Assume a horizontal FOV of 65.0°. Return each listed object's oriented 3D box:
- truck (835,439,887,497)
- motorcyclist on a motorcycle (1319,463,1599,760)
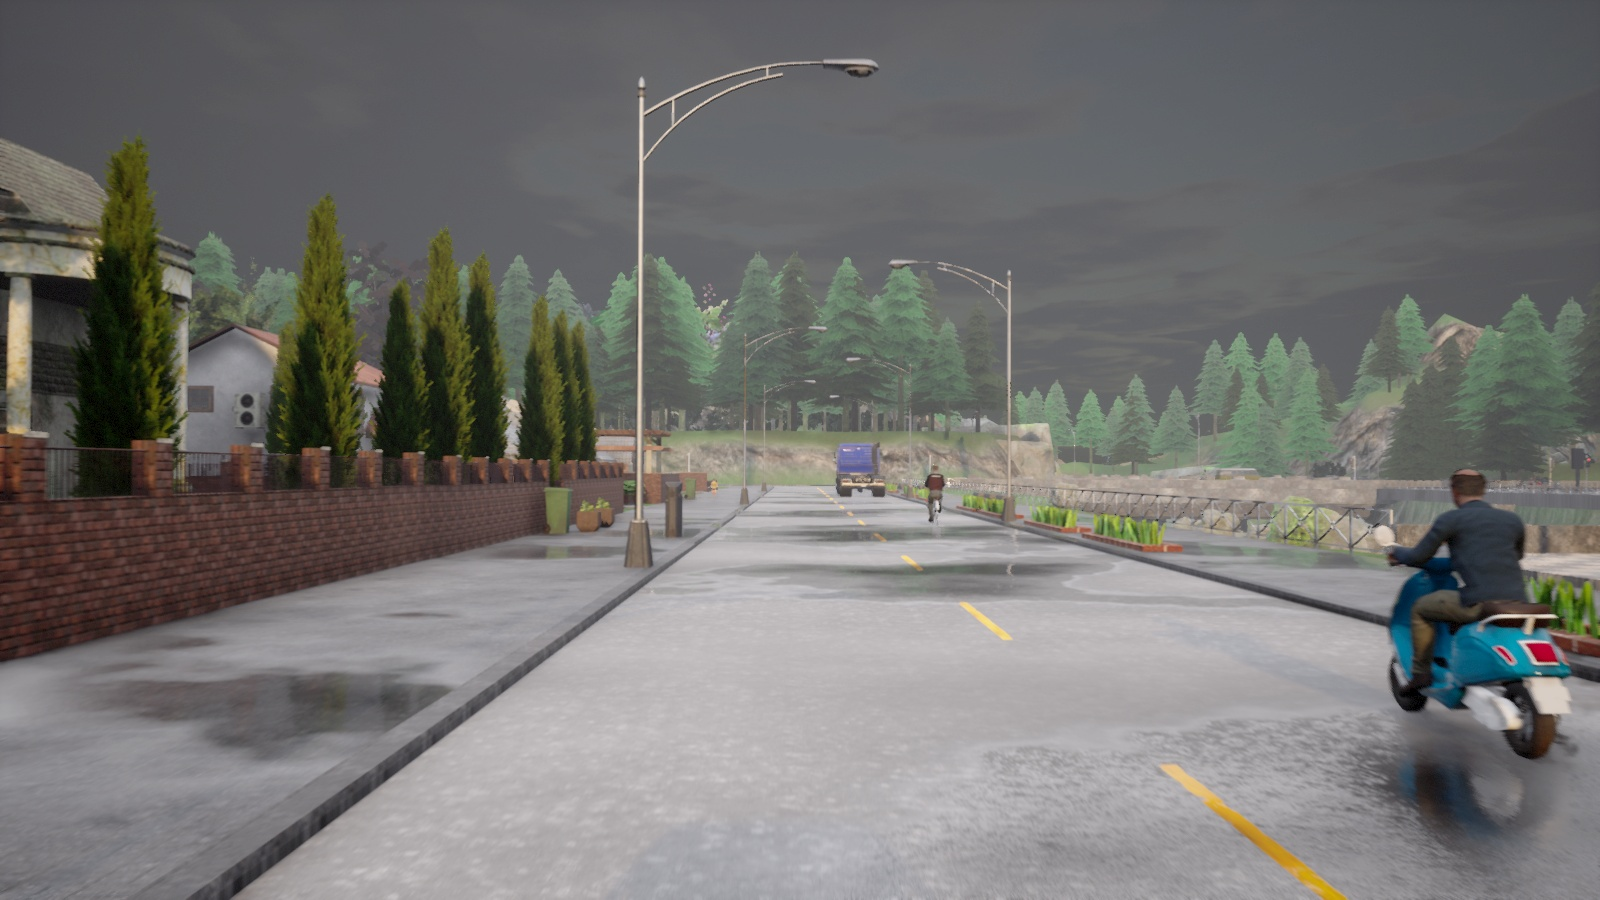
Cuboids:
[{"bbox_3d":[3.809,1.153,79.774,2.891,3.462,7.936,0,-1,0],"label":"truck"},{"bbox_3d":[3.982,0.880,7.650,0.866,1.590,1.817,0,-1,0],"label":"motorcyclist on a motorcycle"}]
